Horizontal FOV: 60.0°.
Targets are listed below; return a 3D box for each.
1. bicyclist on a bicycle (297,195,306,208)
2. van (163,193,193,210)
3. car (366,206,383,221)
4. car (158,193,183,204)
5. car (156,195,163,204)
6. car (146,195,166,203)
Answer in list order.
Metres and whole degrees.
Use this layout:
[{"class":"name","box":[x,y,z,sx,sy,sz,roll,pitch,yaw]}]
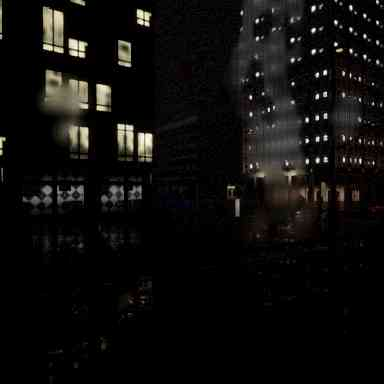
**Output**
[{"class":"bicyclist on a bicycle","box":[12.950,1.117,39.221,1.656,1.620,0.582,-1,1,-34]},{"class":"van","box":[-1.440,1.210,40.266,1.690,1.788,3.998,0,0,-34]},{"class":"car","box":[16.146,1.399,25.436,5.008,1.535,1.882,0,2,25]},{"class":"car","box":[-3.842,1.035,58.721,2.192,1.841,5.009,0,0,-34]},{"class":"car","box":[-6.067,1.288,57.384,2.033,1.411,5.357,-1,1,-34]},{"class":"car","box":[-6.954,1.238,63.305,1.887,1.381,4.507,0,0,-34]}]
